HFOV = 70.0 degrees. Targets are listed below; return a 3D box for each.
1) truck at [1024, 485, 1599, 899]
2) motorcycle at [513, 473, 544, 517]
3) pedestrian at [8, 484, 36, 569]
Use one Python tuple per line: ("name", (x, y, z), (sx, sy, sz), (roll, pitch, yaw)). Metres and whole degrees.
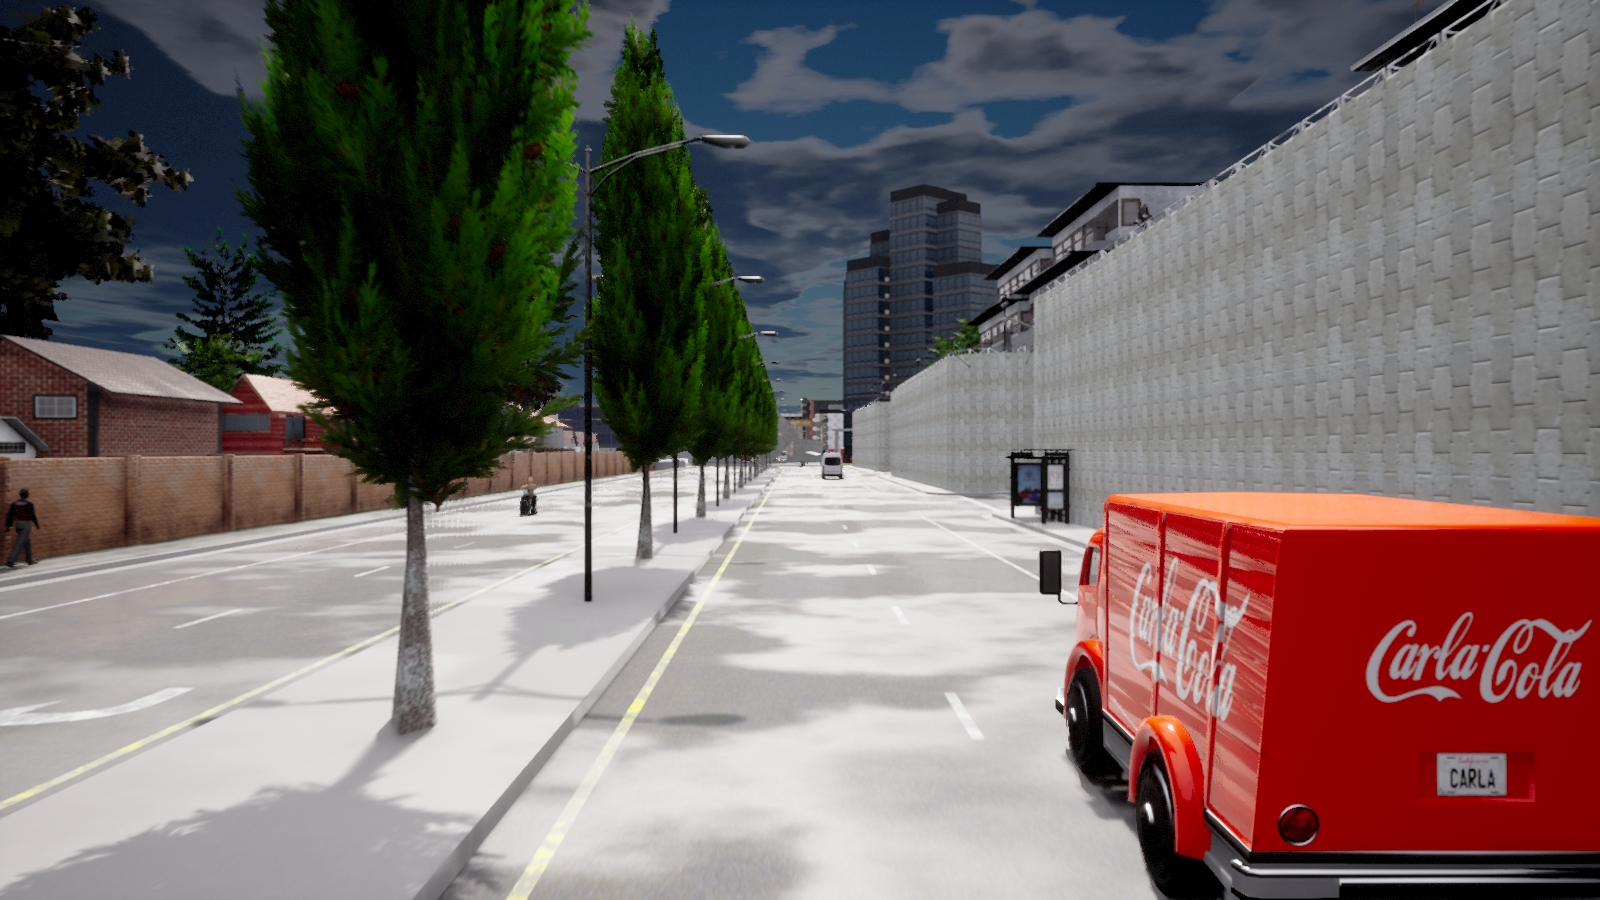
("truck", (3.473, 1.568, 8.415), (2.627, 2.467, 5.204), (0, 0, 0))
("motorcycle", (-11.656, 1.907, 49.139), (0.764, 1.802, 2.356), (0, 0, 0))
("pedestrian", (-17.305, 1.698, 25.426), (0.375, 1.860, 0.375), (0, 0, 0))
